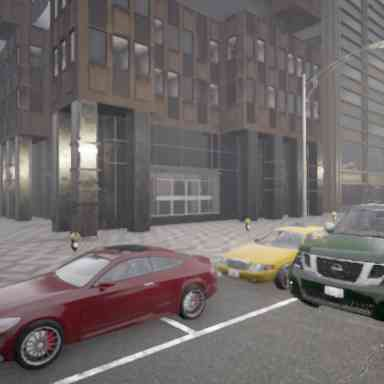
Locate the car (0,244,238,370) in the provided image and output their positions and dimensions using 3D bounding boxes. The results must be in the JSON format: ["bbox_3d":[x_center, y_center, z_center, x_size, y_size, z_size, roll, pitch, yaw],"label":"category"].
[{"bbox_3d":[-1.366,1.622,5.762,4.206,1.307,1.802,0,0,-40],"label":"car"}]

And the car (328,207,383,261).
[{"bbox_3d":[7.274,1.460,12.894,4.097,1.590,1.967,0,0,-40],"label":"car"}]

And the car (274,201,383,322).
[{"bbox_3d":[4.389,1.231,7.066,5.566,2.045,2.150,0,0,-40],"label":"car"}]

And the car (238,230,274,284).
[{"bbox_3d":[2.823,1.556,9.220,4.829,1.417,1.752,0,0,-40],"label":"car"}]
